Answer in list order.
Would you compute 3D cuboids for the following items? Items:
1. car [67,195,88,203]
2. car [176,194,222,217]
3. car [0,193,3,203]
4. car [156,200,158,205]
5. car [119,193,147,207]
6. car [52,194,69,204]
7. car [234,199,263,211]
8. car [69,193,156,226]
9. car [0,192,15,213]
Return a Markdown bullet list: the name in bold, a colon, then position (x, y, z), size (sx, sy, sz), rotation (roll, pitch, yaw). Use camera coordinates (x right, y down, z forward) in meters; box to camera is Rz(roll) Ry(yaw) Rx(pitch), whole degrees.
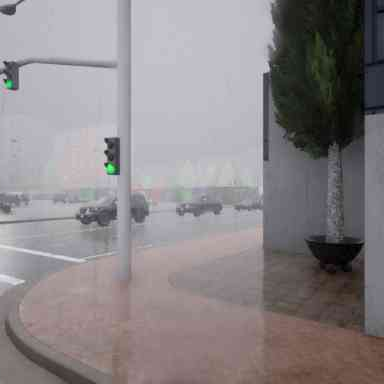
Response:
- **car**: position (-21.366, 1.364, 62.171), size (3.905, 1.438, 1.784), rotation (0, 0, 35)
- **car**: position (0.797, 1.221, 32.131), size (2.150, 2.045, 5.566), rotation (0, 0, 37)
- **car**: position (-38.588, 1.153, 64.051), size (4.605, 1.855, 1.932), rotation (0, 0, 35)
- **car**: position (-7.119, 1.395, 52.067), size (3.806, 1.475, 1.970), rotation (0, 0, 35)
- **car**: position (-8.805, 1.156, 49.713), size (3.866, 1.878, 1.905), rotation (0, 0, 35)
- **car**: position (-23.097, 1.153, 59.848), size (4.605, 1.855, 1.932), rotation (0, 0, 35)
- **car**: position (7.204, 1.547, 40.640), size (2.033, 1.411, 5.357), rotation (0, 0, 37)
- **car**: position (-5.479, 1.221, 23.733), size (2.150, 2.045, 5.566), rotation (0, 0, 36)
- **car**: position (-20.145, 1.156, 33.698), size (3.866, 1.878, 1.905), rotation (0, 0, 35)
